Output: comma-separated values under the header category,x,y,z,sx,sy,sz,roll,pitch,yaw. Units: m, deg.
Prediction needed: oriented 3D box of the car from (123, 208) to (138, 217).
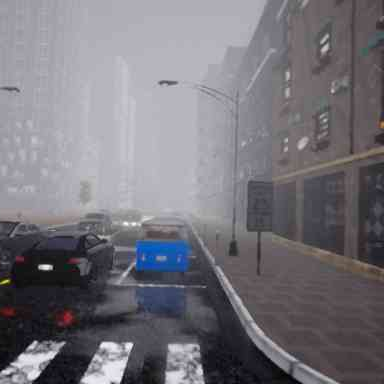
category,x,y,z,sx,sy,sz,roll,pitch,yaw
car,-11.313,3.759,61.199,2.008,1.369,4.403,2,-2,-2

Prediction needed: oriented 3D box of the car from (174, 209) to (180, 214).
category,x,y,z,sx,sy,sz,roll,pitch,yaw
car,-4.251,5.498,94.654,1.802,1.307,4.206,2,-3,-2

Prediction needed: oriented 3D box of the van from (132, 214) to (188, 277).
category,x,y,z,sx,sy,sz,roll,pitch,yaw
van,-0.981,1.821,11.810,1.690,1.788,3.998,2,-2,-2

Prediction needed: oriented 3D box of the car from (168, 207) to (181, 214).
category,x,y,z,sx,sy,sz,roll,pitch,yaw
car,-2.945,4.078,61.514,2.008,1.369,4.403,2,-2,-2

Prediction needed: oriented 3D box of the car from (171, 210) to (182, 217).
category,x,y,z,sx,sy,sz,roll,pitch,yaw
car,-3.162,4.308,67.038,2.008,1.369,4.403,2,-2,-2

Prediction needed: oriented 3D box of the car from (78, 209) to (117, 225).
category,x,y,z,sx,sy,sz,roll,pitch,yaw
car,-7.313,2.328,25.397,1.837,1.490,4.892,2,-2,-2

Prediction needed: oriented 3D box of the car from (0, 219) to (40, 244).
category,x,y,z,sx,sy,sz,roll,pitch,yaw
car,-6.786,1.764,11.892,2.128,1.511,4.902,2,-2,-3

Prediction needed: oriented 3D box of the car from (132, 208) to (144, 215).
category,x,y,z,sx,sy,sz,roll,pitch,yaw
car,-11.748,4.219,72.245,2.008,1.369,4.403,2,-2,-2

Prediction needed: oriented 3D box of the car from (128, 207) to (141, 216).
category,x,y,z,sx,sy,sz,roll,pitch,yaw
car,-11.527,3.879,66.727,1.967,1.590,4.097,2,-2,-2

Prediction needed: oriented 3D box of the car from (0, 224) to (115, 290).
category,x,y,z,sx,sy,sz,roll,pitch,yaw
car,-3.611,1.875,10.045,1.994,1.385,4.181,2,-2,-2

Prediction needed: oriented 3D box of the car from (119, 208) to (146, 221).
category,x,y,z,sx,sy,sz,roll,pitch,yaw
car,-7.995,3.128,45.035,2.128,1.511,4.902,2,-3,-2

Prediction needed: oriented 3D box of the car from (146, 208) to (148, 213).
category,x,y,z,sx,sy,sz,roll,pitch,yaw
car,-11.965,4.444,77.769,1.887,1.381,4.507,2,-2,-2

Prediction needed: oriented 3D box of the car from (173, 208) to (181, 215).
category,x,y,z,sx,sy,sz,roll,pitch,yaw
car,-3.811,4.890,83.612,1.967,1.590,4.097,2,-2,-2
